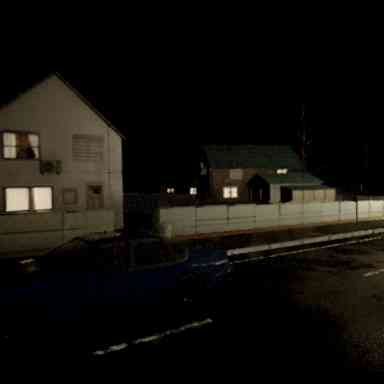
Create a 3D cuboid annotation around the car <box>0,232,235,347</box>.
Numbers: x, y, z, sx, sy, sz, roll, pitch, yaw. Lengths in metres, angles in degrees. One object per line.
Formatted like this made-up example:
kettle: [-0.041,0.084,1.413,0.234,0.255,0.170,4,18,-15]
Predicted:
car: [-1.627,1.538,6.506,5.357,1.411,2.033,0,0,-35]
